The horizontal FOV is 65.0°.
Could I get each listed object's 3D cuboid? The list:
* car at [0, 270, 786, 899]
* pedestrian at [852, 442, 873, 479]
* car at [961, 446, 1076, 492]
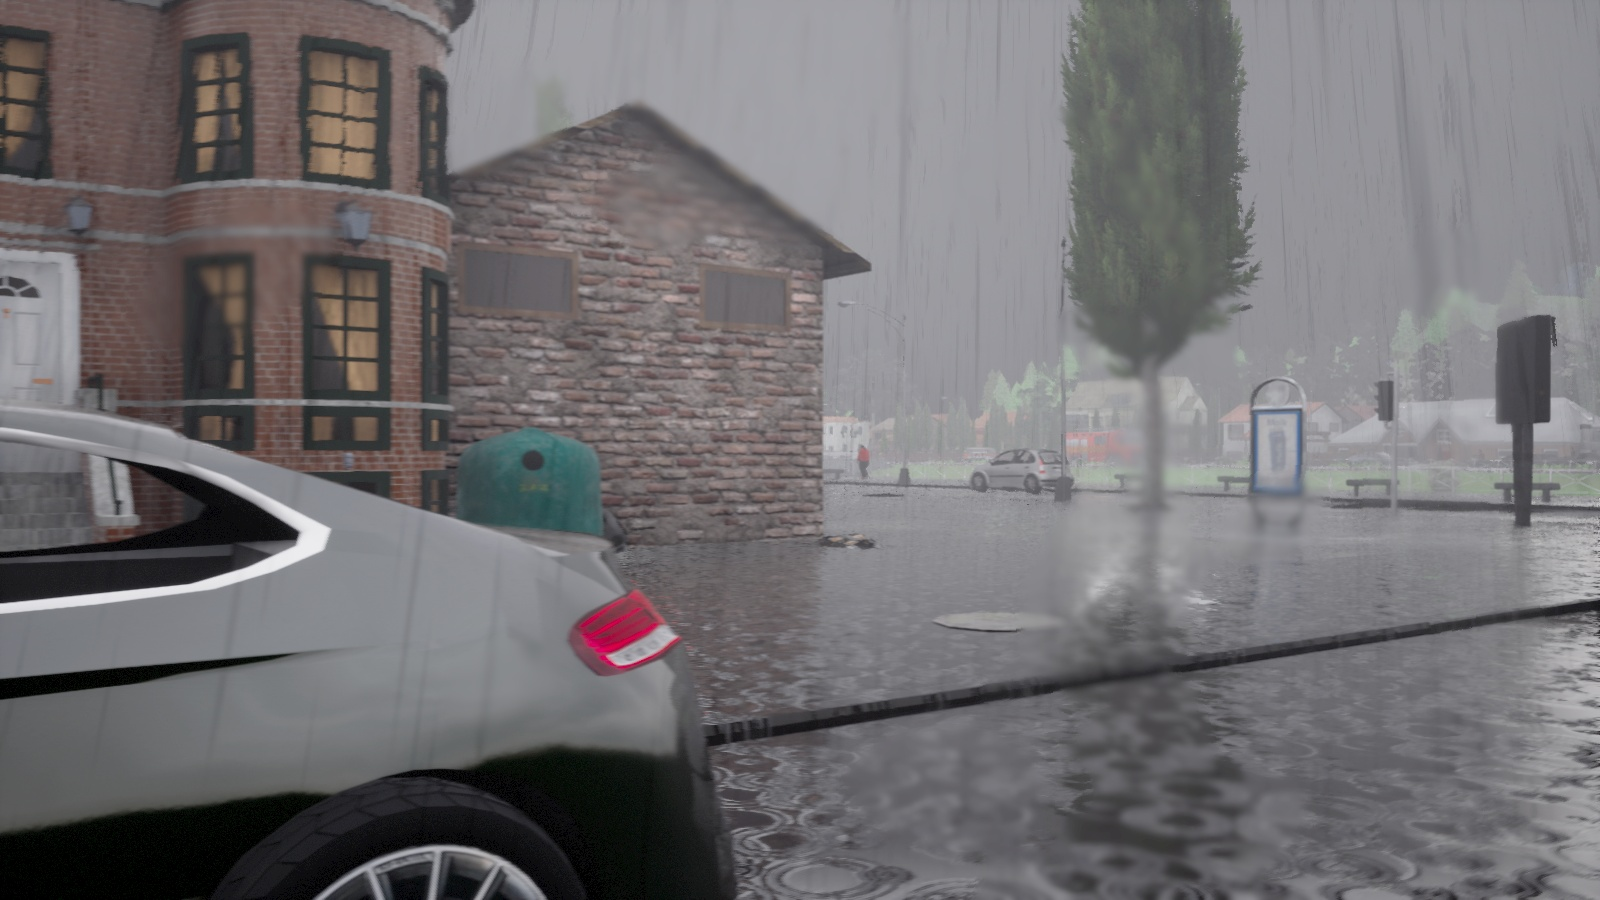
[{"bbox_3d":[-2.712,0.538,2.382,5.027,1.651,2.152,0,0,-35],"label":"car"},{"bbox_3d":[3.147,0.511,63.484,0.634,1.844,0.899,0,0,-31],"label":"pedestrian"},{"bbox_3d":[7.898,0.661,45.719,1.851,1.617,3.988,0,0,-35],"label":"car"}]
